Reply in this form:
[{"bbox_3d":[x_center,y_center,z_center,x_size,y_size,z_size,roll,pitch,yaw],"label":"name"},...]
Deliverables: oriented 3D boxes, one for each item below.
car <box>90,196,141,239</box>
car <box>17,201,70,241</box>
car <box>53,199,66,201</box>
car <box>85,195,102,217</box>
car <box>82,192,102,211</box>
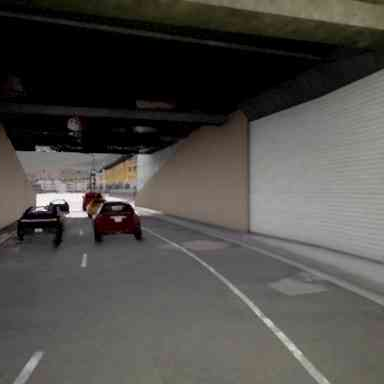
[{"bbox_3d":[-3.950,1.262,16.969,2.097,1.767,4.553,0,0,-18],"label":"car"},{"bbox_3d":[-7.385,1.424,16.628,2.128,1.511,4.902,0,0,-18],"label":"car"},{"bbox_3d":[-13.439,1.419,33.691,1.994,1.385,4.181,0,0,-20],"label":"car"},{"bbox_3d":[-8.117,1.331,29.243,1.882,1.535,5.008,0,0,-20],"label":"car"},{"bbox_3d":[-11.548,1.033,38.760,2.150,2.045,5.566,0,1,-20],"label":"car"}]
